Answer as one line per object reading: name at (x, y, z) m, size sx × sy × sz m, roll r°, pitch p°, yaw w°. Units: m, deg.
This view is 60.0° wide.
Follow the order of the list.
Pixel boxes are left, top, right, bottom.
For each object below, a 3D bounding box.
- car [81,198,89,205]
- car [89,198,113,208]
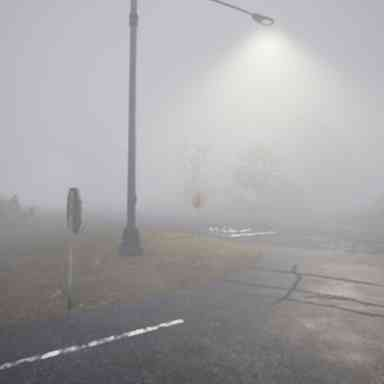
car at (-19.138, 1.670, 58.883) m, size 1.895 × 1.301 × 4.718 m, roll 1°, pitch 0°, yaw -34°
car at (-13.577, 1.648, 50.565) m, size 1.994 × 1.385 × 4.181 m, roll 1°, pitch 0°, yaw -33°
